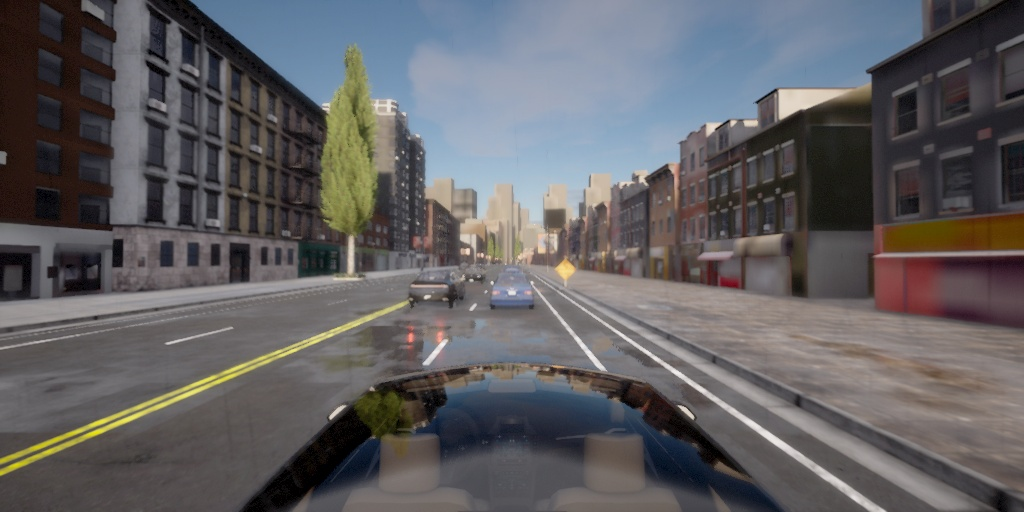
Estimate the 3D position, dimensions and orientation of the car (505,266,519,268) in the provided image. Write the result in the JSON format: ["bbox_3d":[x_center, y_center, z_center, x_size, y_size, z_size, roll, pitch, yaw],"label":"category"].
[{"bbox_3d":[0.009,1.615,31.232,1.812,1.442,4.674,0,-1,0],"label":"car"}]

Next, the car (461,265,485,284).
[{"bbox_3d":[-3.244,1.687,30.967,1.895,1.301,4.718,0,-1,0],"label":"car"}]

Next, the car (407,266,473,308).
[{"bbox_3d":[-3.244,1.399,16.151,2.128,1.511,4.902,0,-1,0],"label":"car"}]

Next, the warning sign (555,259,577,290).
[{"bbox_3d":[3.228,1.086,21.514,1.300,1.860,1.060,0,0,0],"label":"warning sign"}]

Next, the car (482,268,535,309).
[{"bbox_3d":[0.003,1.450,15.850,2.033,1.411,5.357,0,-1,0],"label":"car"}]
